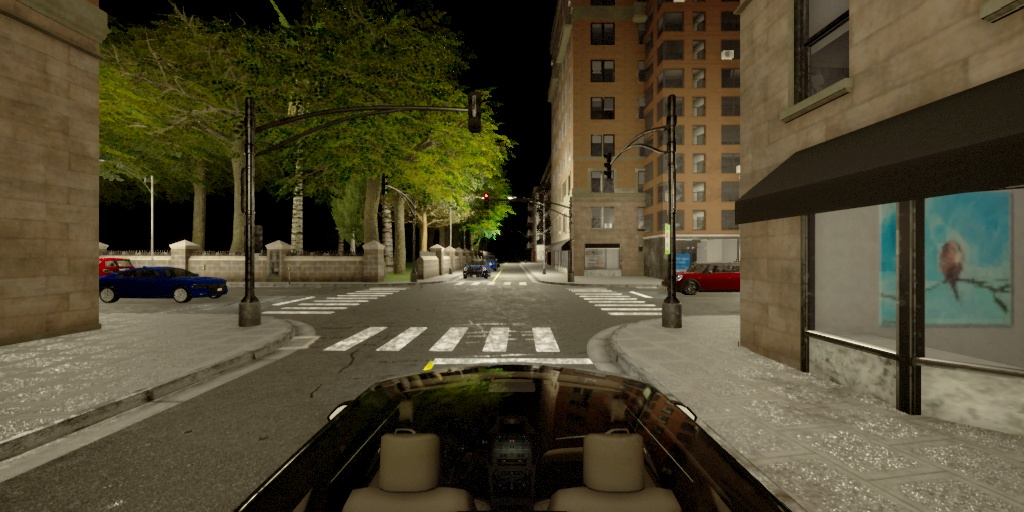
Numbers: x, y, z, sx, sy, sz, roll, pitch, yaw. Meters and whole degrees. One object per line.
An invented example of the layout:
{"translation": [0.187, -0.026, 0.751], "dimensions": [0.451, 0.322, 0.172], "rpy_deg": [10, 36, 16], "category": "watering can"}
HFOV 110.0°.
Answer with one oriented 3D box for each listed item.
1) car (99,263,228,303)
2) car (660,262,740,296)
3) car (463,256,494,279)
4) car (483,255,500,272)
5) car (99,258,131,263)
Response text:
{"translation": [-15.473, 1.212, 15.908], "dimensions": [5.008, 1.535, 1.882], "rpy_deg": [0, 0, 0], "category": "car"}
{"translation": [10.247, 1.114, 18.763], "dimensions": [4.553, 1.767, 2.097], "rpy_deg": [0, 0, 1], "category": "car"}
{"translation": [-3.093, 1.083, 32.212], "dimensions": [2.097, 1.767, 4.553], "rpy_deg": [0, 0, 1], "category": "car"}
{"translation": [-3.036, 0.930, 45.868], "dimensions": [2.150, 2.045, 5.566], "rpy_deg": [0, 0, 0], "category": "car"}
{"translation": [-25.925, 1.035, 21.825], "dimensions": [5.009, 1.841, 2.192], "rpy_deg": [0, 0, 1], "category": "car"}
